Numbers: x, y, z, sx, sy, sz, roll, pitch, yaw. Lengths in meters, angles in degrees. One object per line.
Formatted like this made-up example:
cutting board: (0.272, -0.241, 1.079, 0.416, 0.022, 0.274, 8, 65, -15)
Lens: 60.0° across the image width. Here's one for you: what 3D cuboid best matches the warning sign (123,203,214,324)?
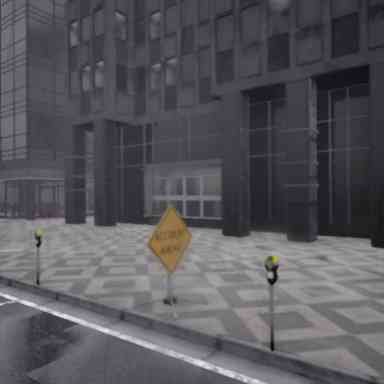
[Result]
warning sign: (-0.407, 1.154, 6.086, 1.060, 1.860, 1.300, -1, 0, 35)
